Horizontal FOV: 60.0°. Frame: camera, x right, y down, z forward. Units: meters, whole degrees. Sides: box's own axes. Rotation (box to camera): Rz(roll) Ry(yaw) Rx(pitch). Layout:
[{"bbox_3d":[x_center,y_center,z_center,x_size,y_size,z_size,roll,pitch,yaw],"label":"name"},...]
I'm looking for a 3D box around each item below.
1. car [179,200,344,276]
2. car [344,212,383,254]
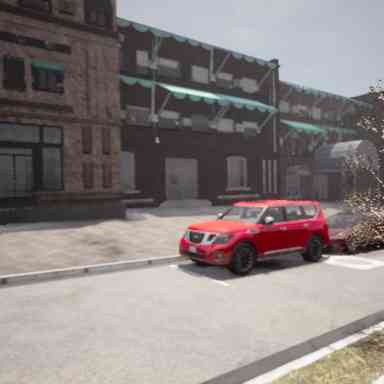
[{"bbox_3d":[2.281,1.307,11.066,5.566,2.045,2.435,1,0,-35],"label":"car"},{"bbox_3d":[6.809,1.634,14.263,4.792,1.488,2.163,1,0,-35],"label":"car"}]
